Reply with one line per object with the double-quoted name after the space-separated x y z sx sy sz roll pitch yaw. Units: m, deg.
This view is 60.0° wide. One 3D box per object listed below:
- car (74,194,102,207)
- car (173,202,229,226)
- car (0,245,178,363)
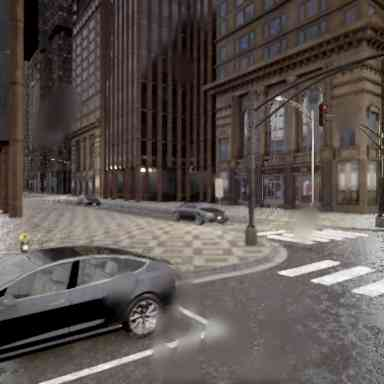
-12.549 0.993 39.835 2.033 1.411 5.357 0 1 -36 "car"
0.500 1.345 21.741 1.994 1.385 4.181 0 1 -36 "car"
-2.228 1.569 5.058 4.313 1.339 1.947 0 0 -36 "car"
